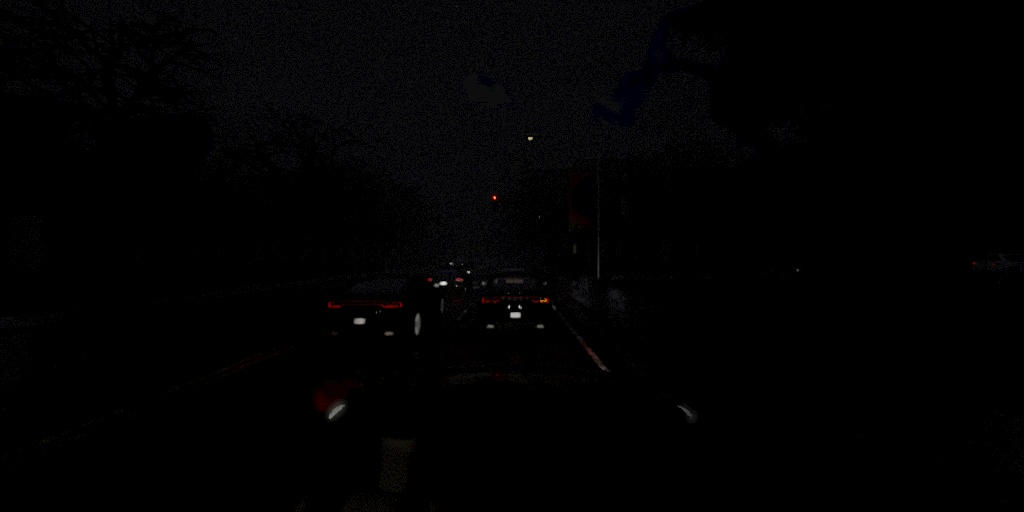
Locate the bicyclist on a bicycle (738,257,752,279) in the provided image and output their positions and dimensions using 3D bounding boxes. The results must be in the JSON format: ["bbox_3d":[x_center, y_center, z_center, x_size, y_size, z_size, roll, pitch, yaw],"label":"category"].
[{"bbox_3d":[18.077,0.933,27.792,0.582,1.620,1.656,0,0,0],"label":"bicyclist on a bicycle"}]

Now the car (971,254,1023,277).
[{"bbox_3d":[43.114,0.823,30.770,5.566,2.045,2.150,0,0,1],"label":"car"}]

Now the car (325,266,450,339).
[{"bbox_3d":[-3.172,1.195,9.941,1.882,1.535,5.008,0,0,0],"label":"car"}]

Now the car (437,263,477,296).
[{"bbox_3d":[-3.206,1.249,18.879,1.994,1.385,4.181,0,0,0],"label":"car"}]

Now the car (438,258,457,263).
[{"bbox_3d":[-9.932,1.062,53.751,2.128,1.511,4.902,0,0,0],"label":"car"}]

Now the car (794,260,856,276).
[{"bbox_3d":[29.300,1.084,33.658,4.902,1.511,2.128,0,0,0],"label":"car"}]

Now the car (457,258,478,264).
[{"bbox_3d":[-6.683,1.074,53.905,1.837,1.490,4.892,0,1,0],"label":"car"}]

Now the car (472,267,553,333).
[{"bbox_3d":[0.076,1.192,10.690,1.882,1.535,5.008,0,0,0],"label":"car"}]
